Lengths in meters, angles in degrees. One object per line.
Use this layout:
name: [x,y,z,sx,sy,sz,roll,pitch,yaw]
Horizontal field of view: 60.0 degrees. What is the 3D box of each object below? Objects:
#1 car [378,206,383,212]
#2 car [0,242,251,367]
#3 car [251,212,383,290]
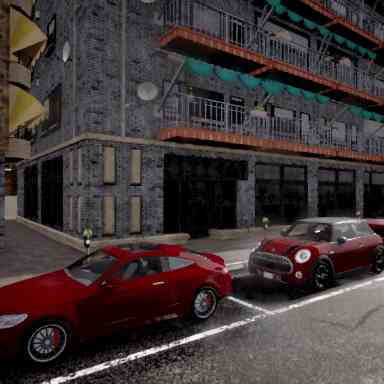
car: [8.028,1.322,12.315,5.009,1.841,2.192,0,0,-36]
car: [-1.180,1.583,5.718,4.206,1.307,1.802,0,0,-36]
car: [3.423,1.443,9.016,4.097,1.590,1.967,0,0,-36]
